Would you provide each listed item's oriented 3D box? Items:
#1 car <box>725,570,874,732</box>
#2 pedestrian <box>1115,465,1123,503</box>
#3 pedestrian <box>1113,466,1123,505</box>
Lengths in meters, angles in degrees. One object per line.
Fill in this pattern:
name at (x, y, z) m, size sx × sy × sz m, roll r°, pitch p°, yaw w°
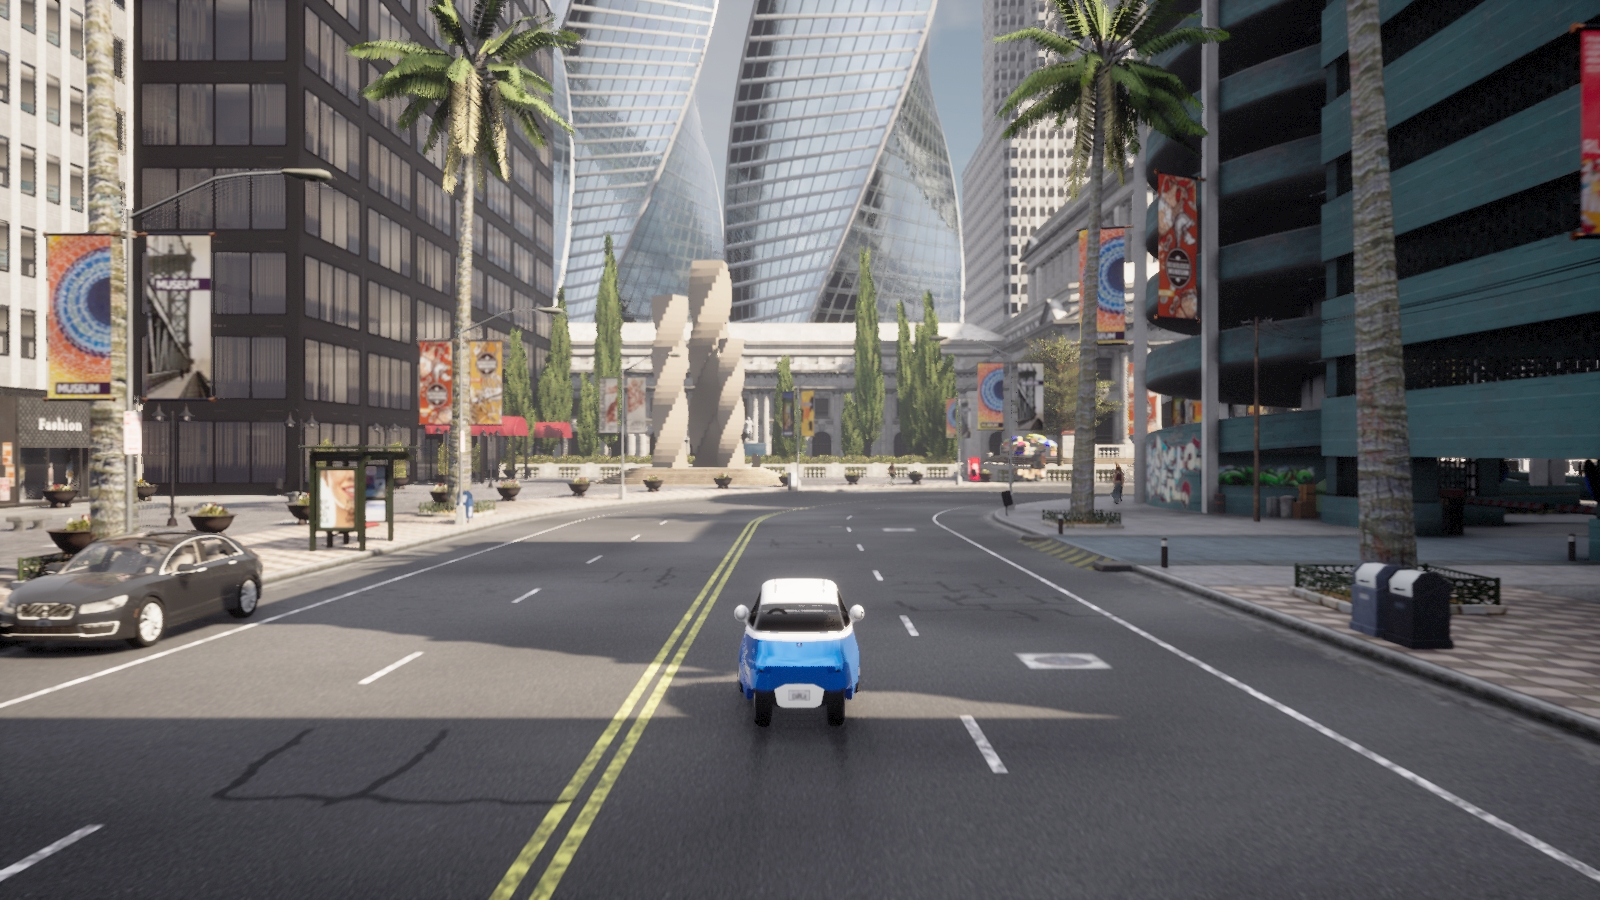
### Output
car at (-0.006, 2.120, 12.495) m, size 1.481 × 1.376 × 2.207 m, roll 0°, pitch 0°, yaw 0°
pedestrian at (15.893, 1.696, 56.909) m, size 0.375 × 1.860 × 0.375 m, roll 0°, pitch 0°, yaw 8°
pedestrian at (15.156, 1.696, 54.441) m, size 0.375 × 1.860 × 0.375 m, roll 0°, pitch 0°, yaw -6°
